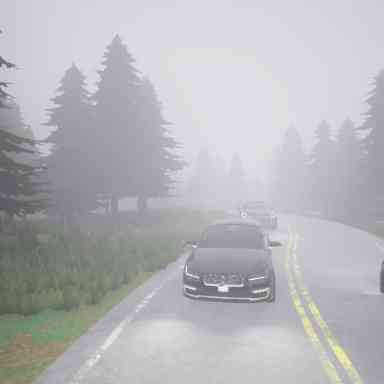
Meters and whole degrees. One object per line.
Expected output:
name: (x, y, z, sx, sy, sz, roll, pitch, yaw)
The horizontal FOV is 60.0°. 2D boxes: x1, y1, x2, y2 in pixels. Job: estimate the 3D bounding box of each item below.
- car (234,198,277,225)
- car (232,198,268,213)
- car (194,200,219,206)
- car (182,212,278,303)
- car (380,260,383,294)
car: (3.851, 1.271, 20.356, 2.097, 1.767, 4.553, -1, 0, 5)
car: (6.159, 1.411, 35.729, 1.837, 1.490, 4.892, 2, -1, -16)
car: (1.864, 1.799, 44.849, 1.812, 1.442, 4.674, 3, -5, -35)
car: (1.081, 1.496, 8.400, 1.837, 1.490, 4.892, -1, 0, 12)
car: (4.488, 1.309, 4.634, 2.097, 1.767, 4.553, -1, 0, 8)
